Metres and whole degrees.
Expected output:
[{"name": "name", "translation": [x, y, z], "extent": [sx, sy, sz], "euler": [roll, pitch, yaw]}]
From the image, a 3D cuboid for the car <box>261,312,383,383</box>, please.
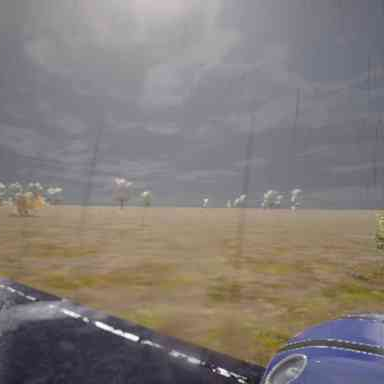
[{"name": "car", "translation": [2.759, 1.542, 2.307], "extent": [4.553, 1.767, 2.097], "euler": [-1, -4, 38]}]
